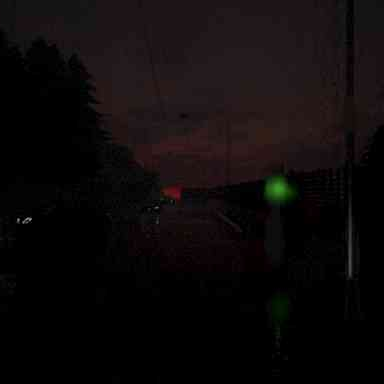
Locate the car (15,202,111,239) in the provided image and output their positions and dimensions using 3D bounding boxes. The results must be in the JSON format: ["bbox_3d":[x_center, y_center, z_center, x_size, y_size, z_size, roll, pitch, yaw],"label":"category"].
[{"bbox_3d":[-6.641,1.328,17.243,4.553,1.767,2.097,-1,0,-36],"label":"car"}]

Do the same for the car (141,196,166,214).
[{"bbox_3d":[-4.073,1.479,34.494,1.837,1.490,4.892,0,0,1],"label":"car"}]

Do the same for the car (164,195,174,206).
[{"bbox_3d":[-4.029,1.308,54.962,2.097,1.767,4.553,0,0,0],"label":"car"}]
